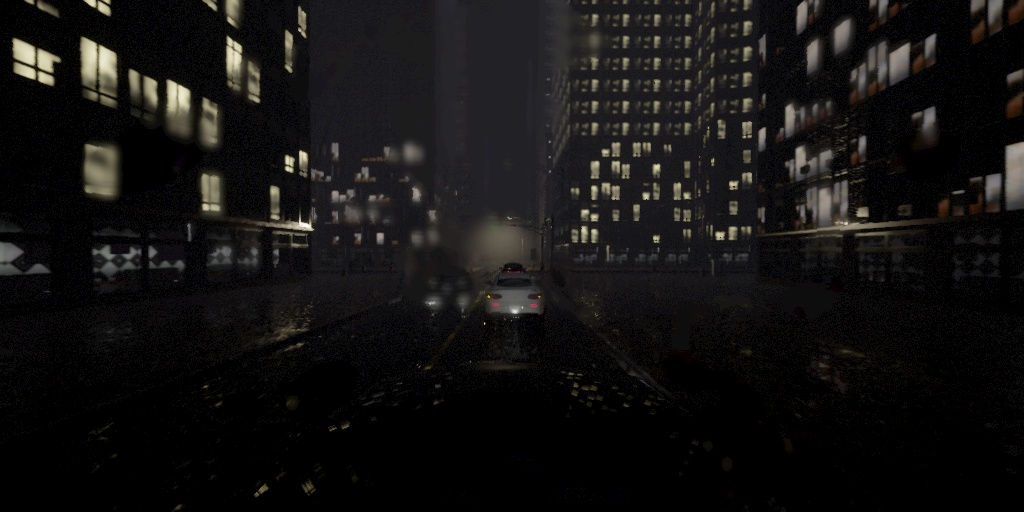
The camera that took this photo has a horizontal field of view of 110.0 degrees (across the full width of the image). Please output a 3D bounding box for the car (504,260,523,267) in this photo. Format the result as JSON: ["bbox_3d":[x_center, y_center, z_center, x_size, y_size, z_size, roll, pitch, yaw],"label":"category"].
[{"bbox_3d":[0.094,1.272,26.871,1.837,1.490,4.892,0,-1,0],"label":"car"}]

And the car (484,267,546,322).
[{"bbox_3d":[0.083,1.281,12.194,1.812,1.442,4.674,0,0,0],"label":"car"}]

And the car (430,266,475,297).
[{"bbox_3d":[-3.086,1.287,19.259,1.812,1.442,4.674,0,0,0],"label":"car"}]
